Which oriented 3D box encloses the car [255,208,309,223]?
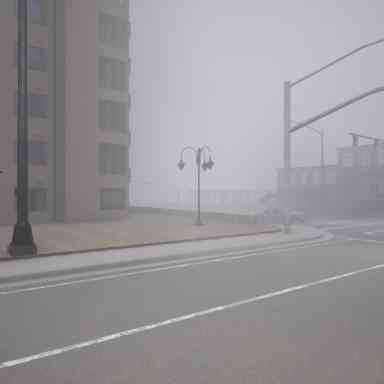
[{"bbox_3d":[7.958,2.096,29.830,1.895,1.301,4.718,0,-4,-36],"label":"car"}]

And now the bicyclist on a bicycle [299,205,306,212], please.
[{"bbox_3d":[13.575,2.464,40.693,1.656,1.620,0.582,0,-8,-35],"label":"bicyclist on a bicycle"}]
